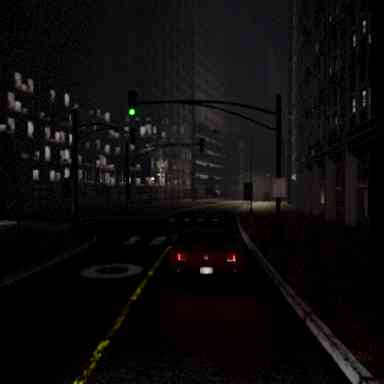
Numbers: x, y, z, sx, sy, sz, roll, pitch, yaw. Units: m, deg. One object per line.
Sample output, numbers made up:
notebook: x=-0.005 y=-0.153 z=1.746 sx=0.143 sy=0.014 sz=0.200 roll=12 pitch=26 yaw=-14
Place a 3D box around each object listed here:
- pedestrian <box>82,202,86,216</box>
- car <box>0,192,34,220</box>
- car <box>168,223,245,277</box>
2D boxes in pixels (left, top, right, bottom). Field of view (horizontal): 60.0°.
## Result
pedestrian: x=-8.656 y=1.339 z=26.762 sx=0.500 sy=1.100 sz=0.500 roll=0 pitch=0 yaw=18
car: x=-15.051 y=0.978 z=25.939 sx=5.566 sy=2.045 sz=2.150 roll=1 pitch=1 yaw=17
car: x=0.460 y=1.600 z=10.238 sx=1.895 sy=1.301 sz=4.718 roll=0 pitch=0 yaw=3
